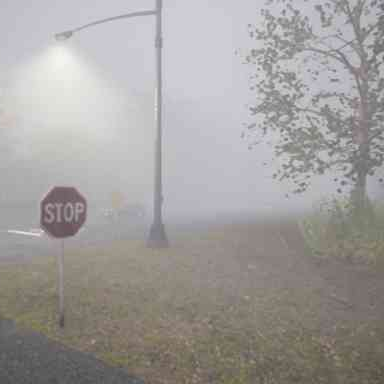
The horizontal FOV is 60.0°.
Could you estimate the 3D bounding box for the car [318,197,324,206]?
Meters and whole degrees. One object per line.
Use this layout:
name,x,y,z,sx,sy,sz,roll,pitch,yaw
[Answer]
car,22.252,1.797,56.344,2.128,1.511,4.902,0,0,34

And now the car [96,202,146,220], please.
car,-6.096,1.662,28.970,1.837,1.490,4.892,0,1,36

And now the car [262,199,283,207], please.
car,13.732,1.833,56.340,2.033,1.411,5.357,0,0,36

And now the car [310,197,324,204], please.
car,29.440,1.882,78.022,1.882,1.535,5.008,0,0,36
